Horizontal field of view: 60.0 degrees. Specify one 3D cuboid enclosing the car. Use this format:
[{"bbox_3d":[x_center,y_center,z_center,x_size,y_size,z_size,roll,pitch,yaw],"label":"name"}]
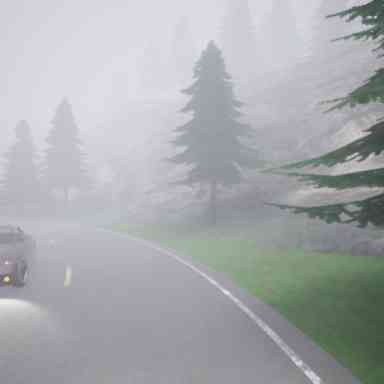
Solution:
[{"bbox_3d":[-5.428,1.634,8.990,1.994,1.385,4.181,-1,0,-19],"label":"car"}]
